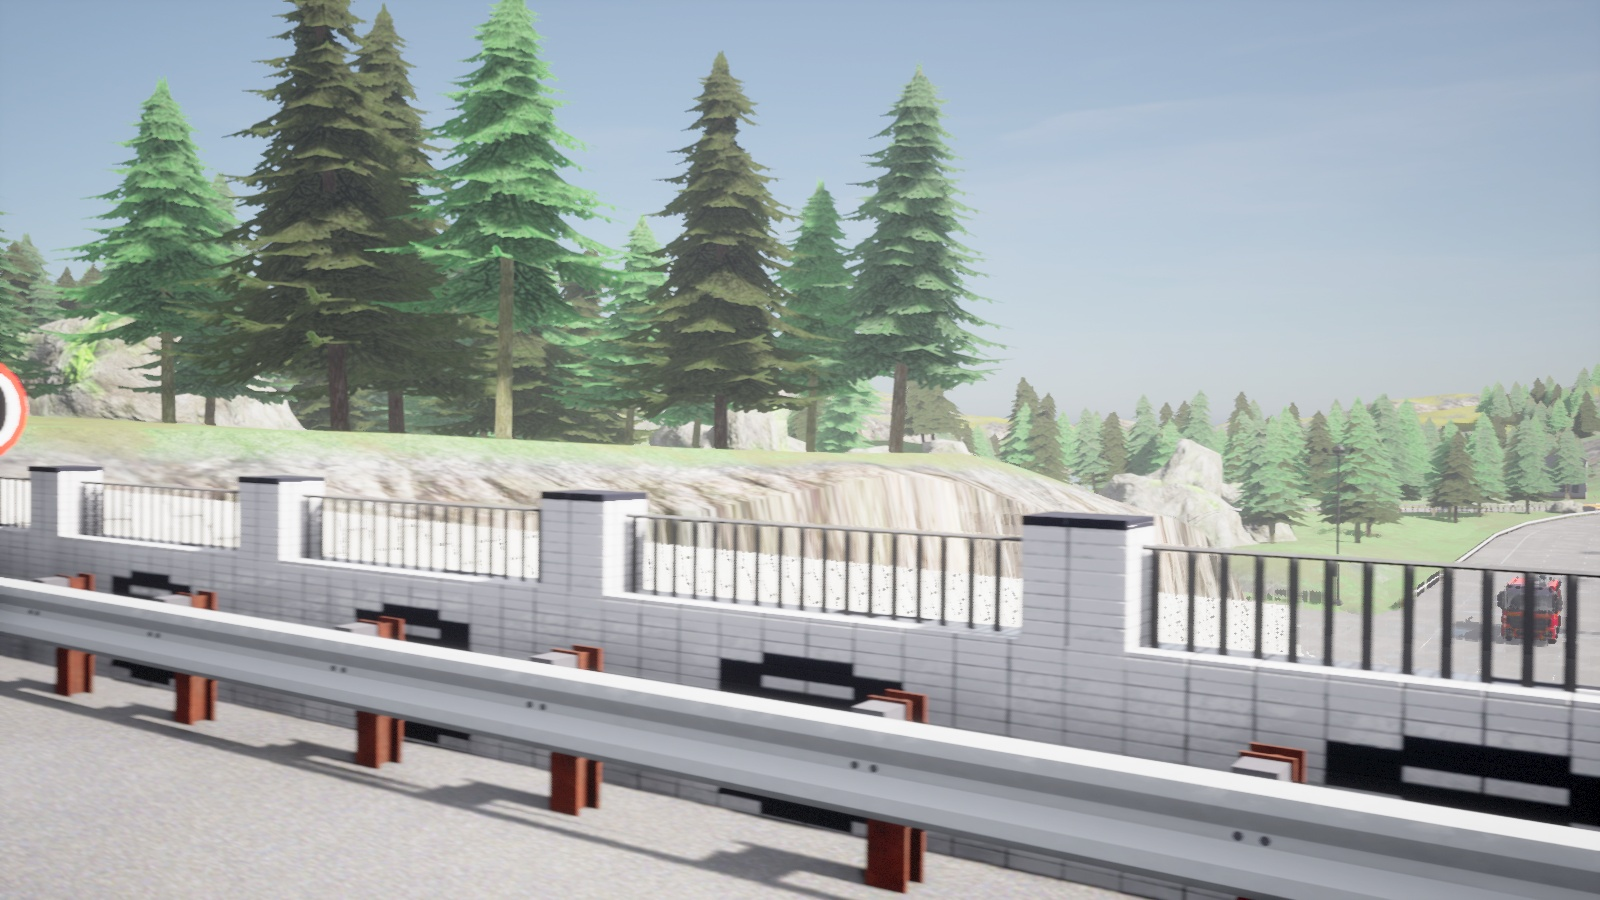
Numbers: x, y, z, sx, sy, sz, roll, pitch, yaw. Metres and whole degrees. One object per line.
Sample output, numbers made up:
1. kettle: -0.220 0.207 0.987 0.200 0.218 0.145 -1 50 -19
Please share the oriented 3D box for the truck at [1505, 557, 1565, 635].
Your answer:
1. truck: 46.466 9.069 79.287 2.891 3.827 8.468 0 1 33
